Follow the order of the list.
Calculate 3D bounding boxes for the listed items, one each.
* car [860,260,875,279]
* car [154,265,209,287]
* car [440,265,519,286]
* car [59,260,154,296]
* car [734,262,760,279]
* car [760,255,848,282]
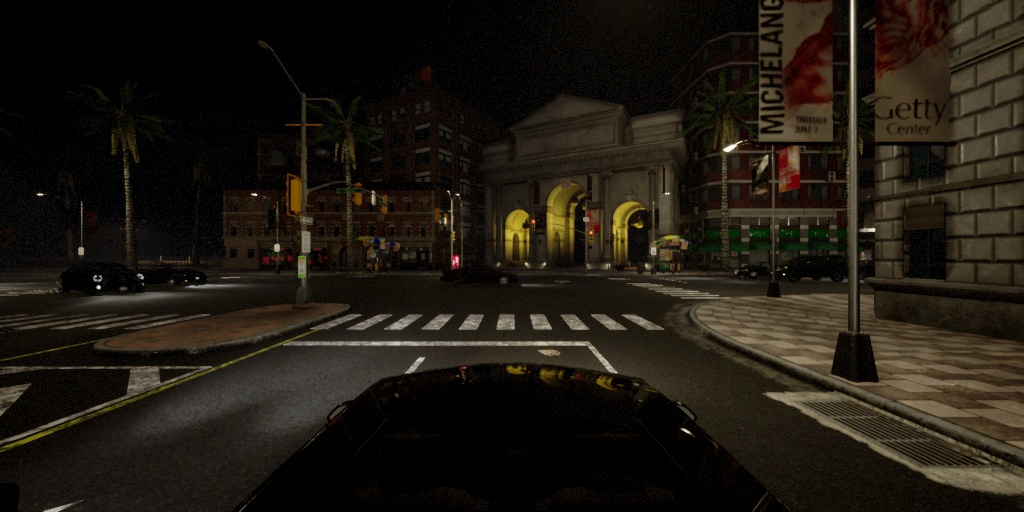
[{"bbox_3d":[31.281,1.102,31.588,4.553,1.767,2.097,0,0,2],"label":"car"},{"bbox_3d":[-23.161,1.314,24.446,4.181,1.385,1.994,0,0,8],"label":"car"},{"bbox_3d":[-2.179,1.297,24.721,5.357,1.411,2.033,0,0,0],"label":"car"},{"bbox_3d":[-22.003,1.101,19.305,4.553,1.767,2.097,0,0,23],"label":"car"},{"bbox_3d":[22.305,1.242,31.751,4.902,1.511,2.128,0,0,0],"label":"car"},{"bbox_3d":[23.281,0.971,28.255,5.566,2.045,2.150,0,0,0],"label":"car"}]
